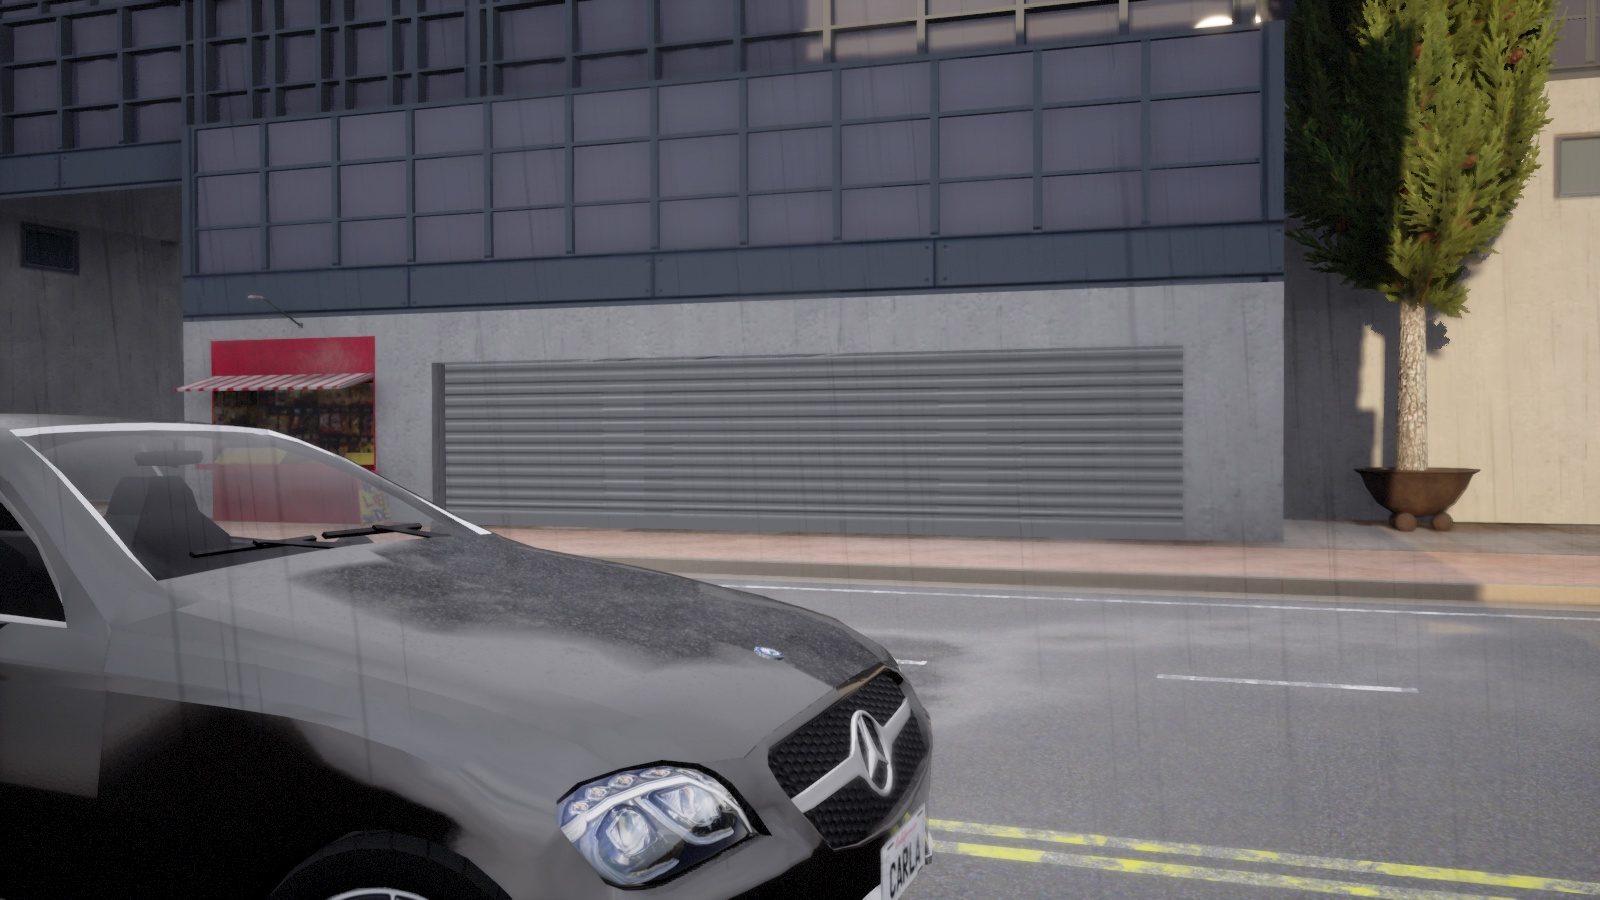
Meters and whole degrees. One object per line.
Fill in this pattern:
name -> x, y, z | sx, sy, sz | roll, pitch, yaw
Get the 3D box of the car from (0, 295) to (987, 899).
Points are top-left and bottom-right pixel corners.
car -> -2.120, 0.535, 3.904 | 5.027, 1.651, 2.152 | 1, 1, 19

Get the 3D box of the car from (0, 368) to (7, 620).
car -> -9.459, 0.348, 10.147 | 5.566, 2.045, 2.150 | 1, 1, 19
